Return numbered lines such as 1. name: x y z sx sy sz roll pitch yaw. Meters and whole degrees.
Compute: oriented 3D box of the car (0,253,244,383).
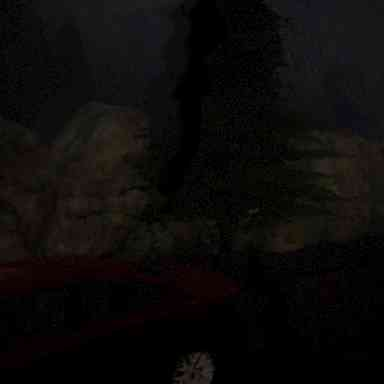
1. car: -1.693 1.482 3.399 5.008 1.535 1.882 0 0 -36
